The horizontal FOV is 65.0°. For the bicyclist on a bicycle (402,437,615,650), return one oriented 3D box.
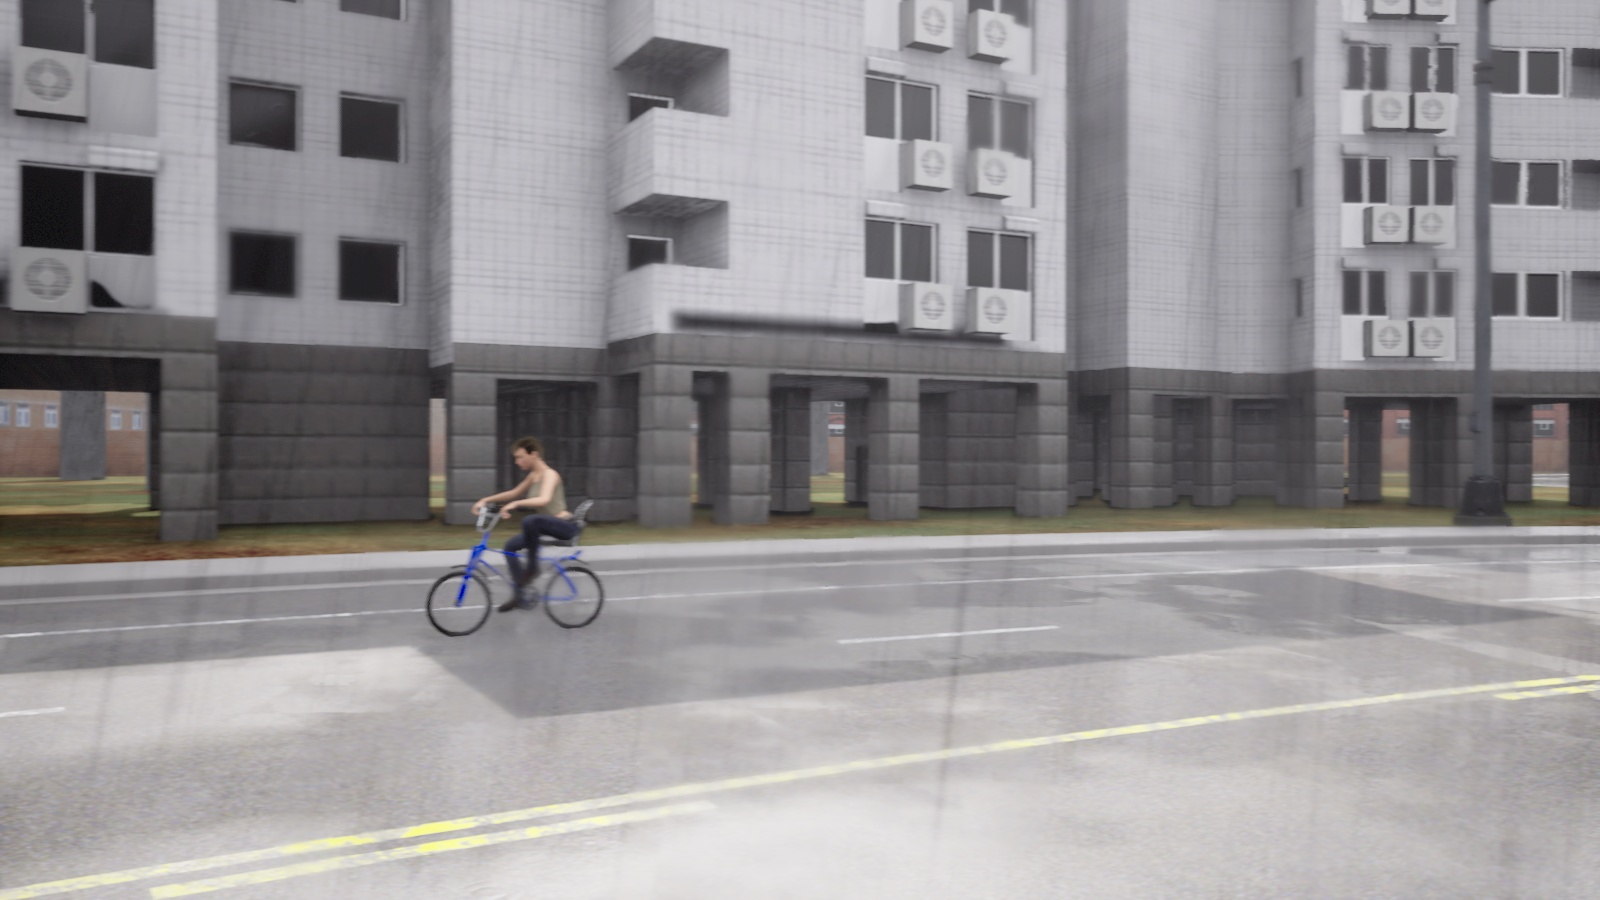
[{"bbox_3d":[-2.378,0.702,10.236,1.509,1.612,0.866,0,0,-29],"label":"bicyclist on a bicycle"}]
